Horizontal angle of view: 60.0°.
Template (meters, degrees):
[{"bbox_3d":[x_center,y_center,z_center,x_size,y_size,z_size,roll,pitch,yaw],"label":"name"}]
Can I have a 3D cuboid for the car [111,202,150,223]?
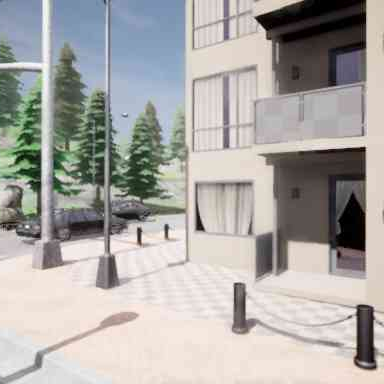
[{"bbox_3d":[-5.077,1.473,23.497,2.128,1.511,4.902,0,0,35],"label":"car"}]

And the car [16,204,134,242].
[{"bbox_3d":[-5.639,1.538,16.363,2.033,1.411,5.357,0,0,35],"label":"car"}]
